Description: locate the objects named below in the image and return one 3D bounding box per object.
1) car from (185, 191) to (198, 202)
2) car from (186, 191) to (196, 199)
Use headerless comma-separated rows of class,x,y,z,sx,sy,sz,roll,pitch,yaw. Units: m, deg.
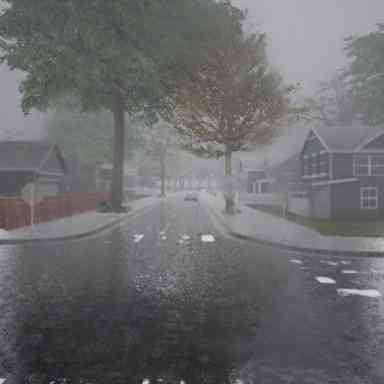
car,-0.136,0.766,52.260,1.994,1.385,4.181,0,1,0
car,-0.162,0.575,62.264,1.812,1.442,4.674,0,1,0
